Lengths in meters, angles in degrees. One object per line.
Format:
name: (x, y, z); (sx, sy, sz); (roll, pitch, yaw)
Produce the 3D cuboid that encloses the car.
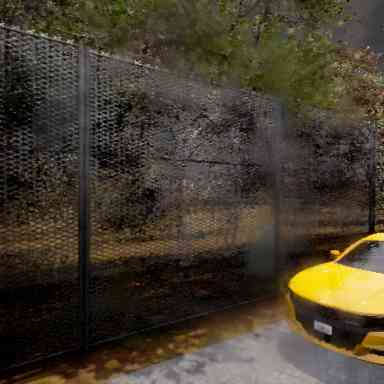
car: (3.714, 1.470, 5.709); (5.008, 1.535, 1.882); (0, 0, -35)
